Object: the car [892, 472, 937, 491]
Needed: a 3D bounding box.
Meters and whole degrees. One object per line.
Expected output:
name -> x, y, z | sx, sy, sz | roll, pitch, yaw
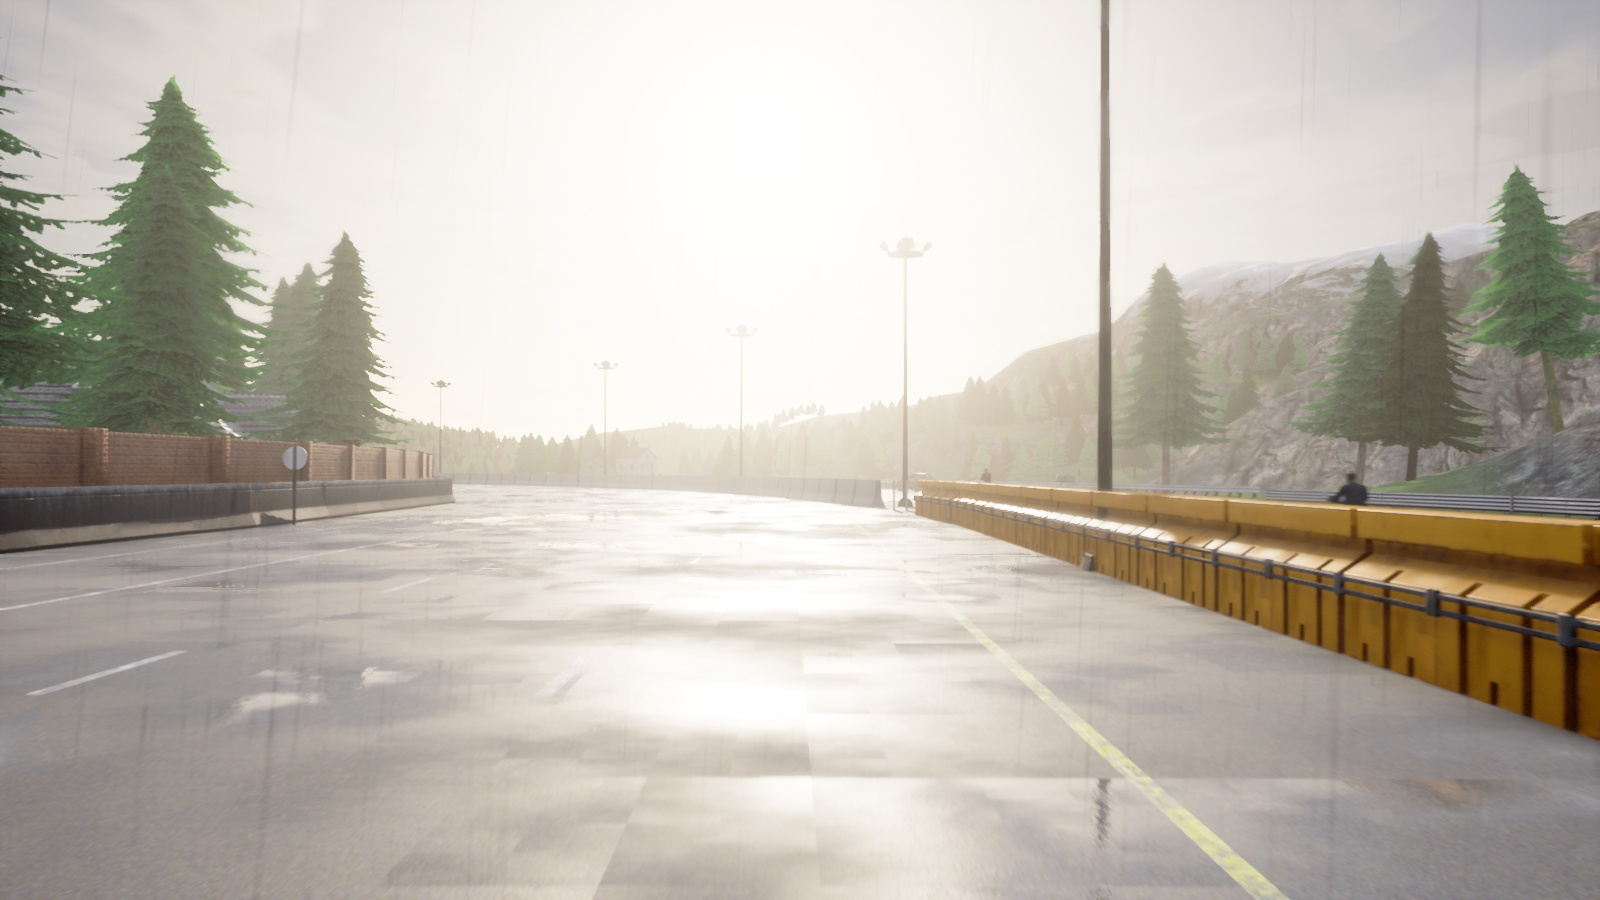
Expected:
car -> 8.786, 2.414, 96.820 | 1.816, 1.474, 4.193 | 0, -1, -21
